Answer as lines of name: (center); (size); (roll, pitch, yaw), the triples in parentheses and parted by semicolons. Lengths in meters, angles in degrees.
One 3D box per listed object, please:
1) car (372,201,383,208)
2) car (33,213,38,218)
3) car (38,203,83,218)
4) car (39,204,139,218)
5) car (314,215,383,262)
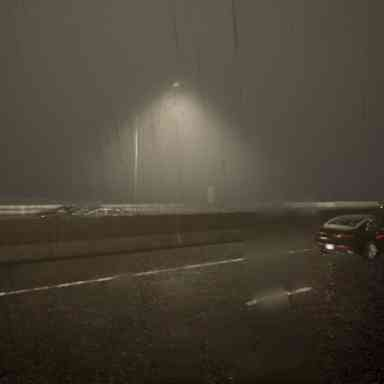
car: (28.586, 2.088, 49.155); (5.008, 1.535, 1.882); (1, 0, -33)
car: (-8.578, 1.575, 23.643); (4.892, 1.490, 1.837); (1, -1, -35)
car: (-6.610, 1.575, 20.748); (4.892, 1.490, 1.837); (1, -1, -35)
car: (-5.087, 1.554, 17.540); (4.902, 1.511, 2.128); (1, -1, -35)
car: (6.686, 1.647, 12.746); (4.892, 1.490, 1.837); (1, -1, -35)
